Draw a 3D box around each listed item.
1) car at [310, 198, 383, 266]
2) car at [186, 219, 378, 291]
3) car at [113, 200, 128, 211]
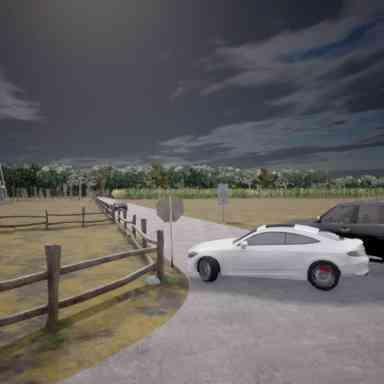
[{"bbox_3d":[5.098,1.221,9.766,2.150,2.045,5.566,-2,0,-39],"label":"car"},{"bbox_3d":[2.138,1.613,8.989,4.674,1.442,1.812,-2,0,20],"label":"car"},{"bbox_3d":[-10.712,1.971,49.475,2.033,1.411,5.357,-2,0,-17],"label":"car"}]
